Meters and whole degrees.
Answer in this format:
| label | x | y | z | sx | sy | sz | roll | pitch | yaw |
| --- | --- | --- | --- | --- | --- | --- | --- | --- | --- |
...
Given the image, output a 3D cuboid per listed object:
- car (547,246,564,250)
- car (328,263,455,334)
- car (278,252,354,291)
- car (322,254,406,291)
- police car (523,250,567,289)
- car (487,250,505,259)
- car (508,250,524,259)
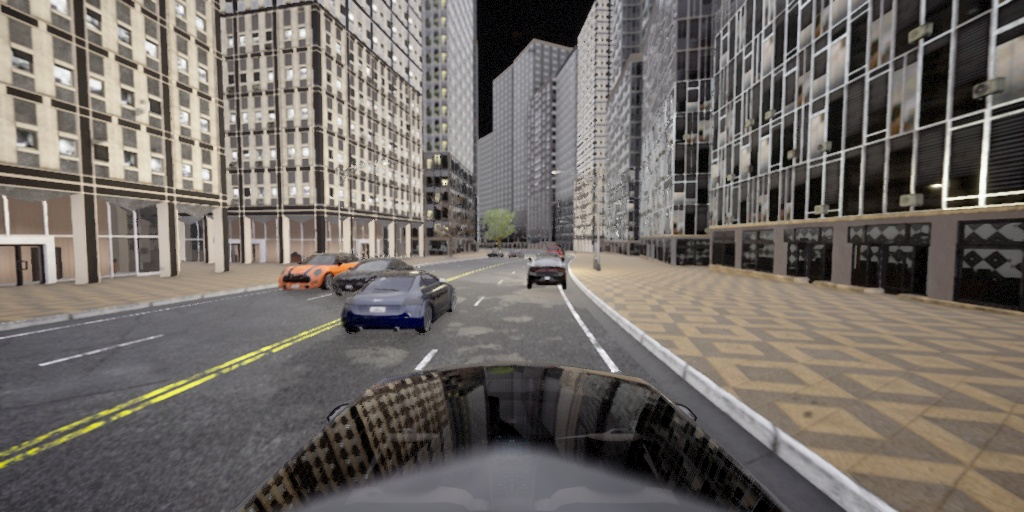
| label | x | y | z | sx | sy | sz | roll | pitch | yaw |
| --- | --- | --- | --- | --- | --- | --- | --- | --- | --- |
| car | 6.184 | -0.414 | 52.452 | 2.150 | 2.045 | 5.566 | 1 | 2 | 12 |
| car | -2.853 | 1.085 | 9.844 | 1.994 | 1.385 | 4.181 | 0 | 2 | 2 |
| car | -9.077 | 0.645 | 17.528 | 2.097 | 1.767 | 4.553 | 0 | 2 | 5 |
| car | -5.944 | 0.821 | 15.976 | 1.882 | 1.535 | 5.008 | 0 | 2 | 4 |
| police car | 1.786 | 0.715 | 18.609 | 1.930 | 1.638 | 5.238 | 0 | 2 | 5 |
| car | -2.607 | -0.238 | 57.988 | 1.895 | 1.301 | 4.718 | 1 | 2 | 13 |
| car | 0.656 | -0.254 | 57.798 | 1.994 | 1.385 | 4.181 | 1 | 2 | 12 |
